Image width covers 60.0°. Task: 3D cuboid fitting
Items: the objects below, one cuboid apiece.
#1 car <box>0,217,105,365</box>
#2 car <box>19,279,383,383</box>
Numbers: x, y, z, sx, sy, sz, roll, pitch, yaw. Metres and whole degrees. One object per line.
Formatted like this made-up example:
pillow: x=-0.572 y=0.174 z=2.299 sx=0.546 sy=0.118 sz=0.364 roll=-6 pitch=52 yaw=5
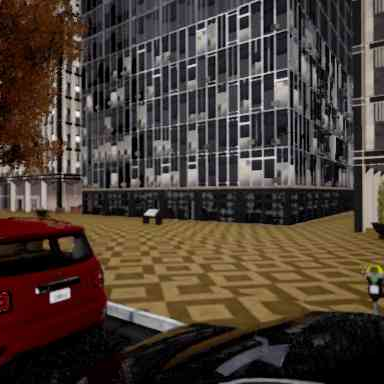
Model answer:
car: x=-3.535 y=1.345 z=5.415 sx=5.009 sy=1.841 sz=2.192 roll=0 pitch=0 yaw=36
car: x=0.955 y=1.568 z=2.197 sx=4.313 sy=1.339 sz=1.947 roll=0 pitch=0 yaw=36
